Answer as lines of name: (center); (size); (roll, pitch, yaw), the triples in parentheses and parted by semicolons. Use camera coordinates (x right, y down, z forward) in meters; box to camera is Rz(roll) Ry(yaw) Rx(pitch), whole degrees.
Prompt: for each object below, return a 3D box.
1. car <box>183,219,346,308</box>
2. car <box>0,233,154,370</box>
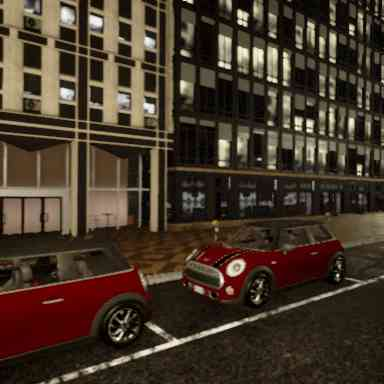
car: (1.769, 1.418, 7.811); (4.097, 1.590, 1.967); (0, 1, -35)
car: (-2.687, 1.439, 4.631); (4.097, 1.590, 1.967); (0, 1, -35)
